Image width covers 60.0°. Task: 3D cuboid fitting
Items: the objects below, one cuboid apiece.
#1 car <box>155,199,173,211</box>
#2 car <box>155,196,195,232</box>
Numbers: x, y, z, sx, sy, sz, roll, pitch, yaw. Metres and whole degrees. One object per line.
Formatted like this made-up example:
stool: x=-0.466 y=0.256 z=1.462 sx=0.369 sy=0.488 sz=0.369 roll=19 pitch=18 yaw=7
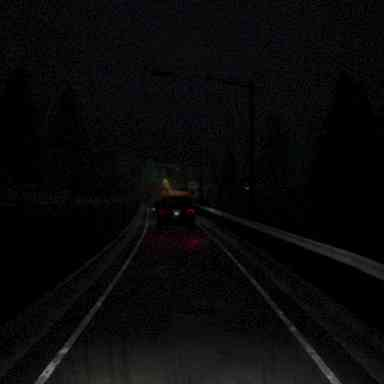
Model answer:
car: x=-3.599 y=1.622 z=41.732 sx=1.994 sy=1.385 sz=4.181 roll=0 pitch=0 yaw=-8
car: x=-1.073 y=1.251 z=20.612 sx=2.150 sy=2.045 sz=5.566 roll=0 pitch=0 yaw=-5
